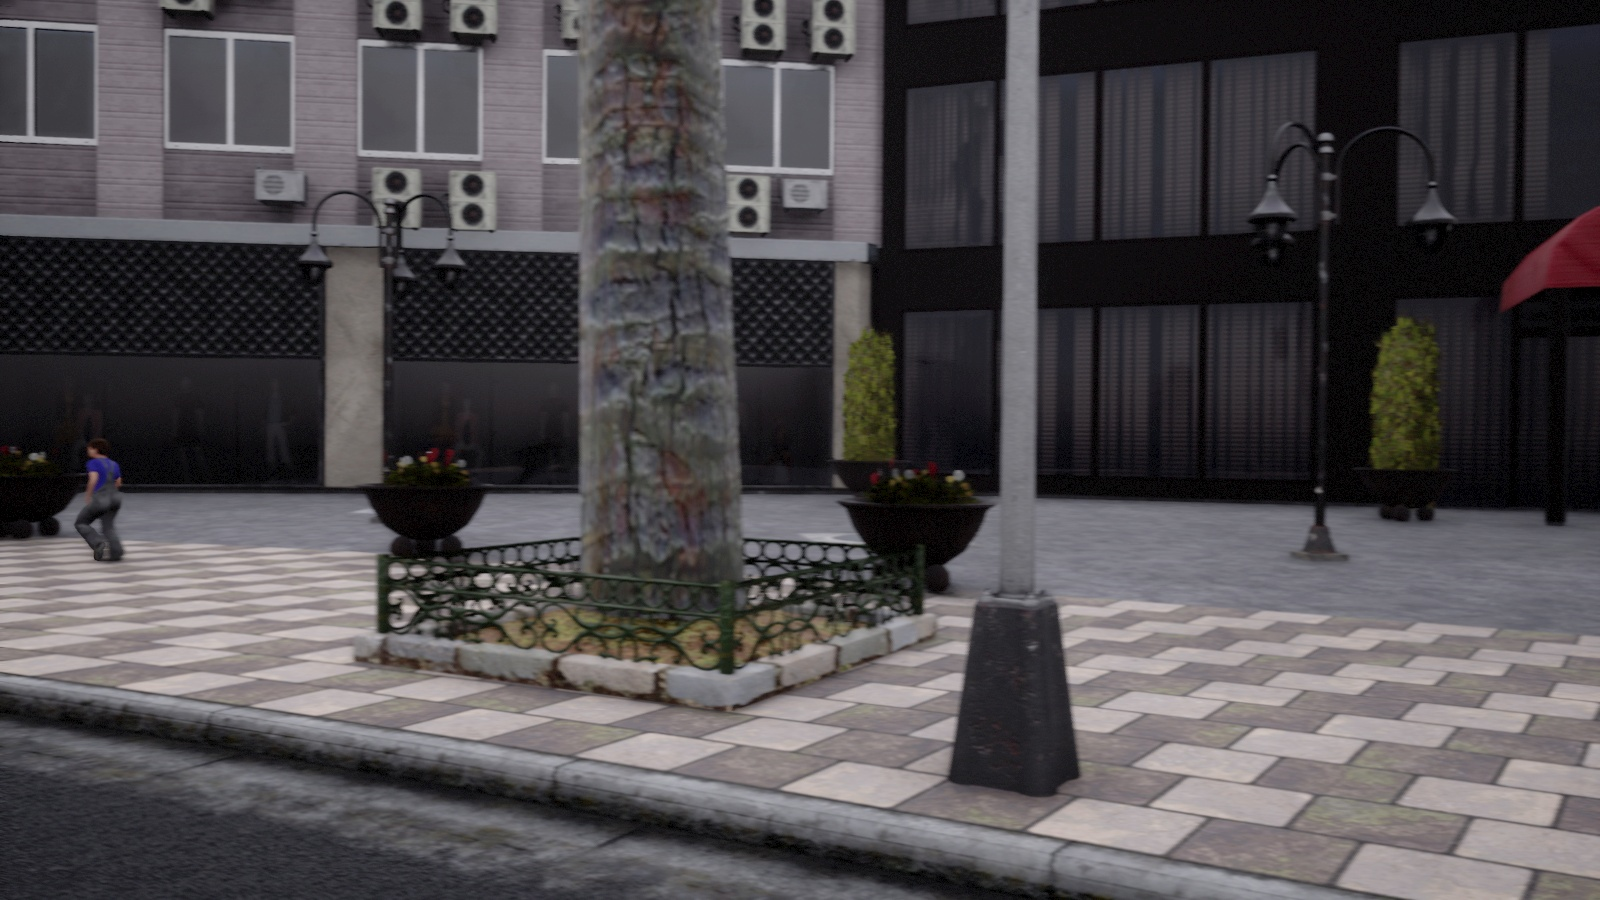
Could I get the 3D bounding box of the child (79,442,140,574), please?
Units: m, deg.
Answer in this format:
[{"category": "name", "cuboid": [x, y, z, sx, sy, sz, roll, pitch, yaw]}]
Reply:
[{"category": "child", "cuboid": [-6.695, 0.555, 12.185, 0.437, 1.263, 0.270, 0, 1, 16]}]
